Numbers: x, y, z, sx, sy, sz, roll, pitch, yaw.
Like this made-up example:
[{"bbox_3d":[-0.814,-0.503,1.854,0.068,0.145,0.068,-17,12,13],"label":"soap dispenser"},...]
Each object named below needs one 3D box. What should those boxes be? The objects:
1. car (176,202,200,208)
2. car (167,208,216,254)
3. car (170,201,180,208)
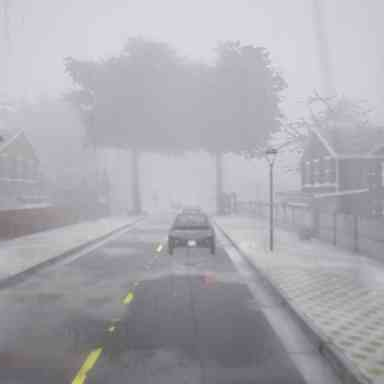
[{"bbox_3d":[-0.003,1.846,29.304,2.128,1.511,4.902,0,-1,0],"label":"car"},{"bbox_3d":[0.000,1.651,14.293,2.128,1.511,4.902,0,-1,0],"label":"car"},{"bbox_3d":[-2.767,2.275,58.143,1.882,1.535,5.008,0,-1,0],"label":"car"}]
